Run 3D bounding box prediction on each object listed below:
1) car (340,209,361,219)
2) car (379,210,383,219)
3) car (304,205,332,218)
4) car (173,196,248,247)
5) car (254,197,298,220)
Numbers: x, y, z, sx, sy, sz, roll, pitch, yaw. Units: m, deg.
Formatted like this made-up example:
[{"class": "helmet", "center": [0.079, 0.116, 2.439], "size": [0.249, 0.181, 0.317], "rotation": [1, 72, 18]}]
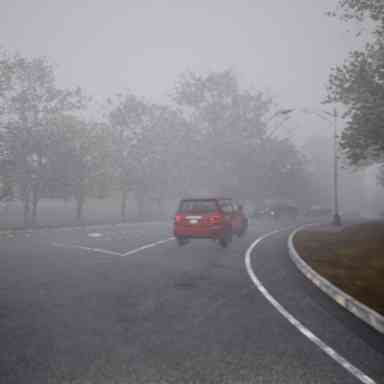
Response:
[{"class": "car", "center": [23.190, 3.182, 48.583], "size": [1.837, 1.490, 4.892], "rotation": [-1, -5, 42]}, {"class": "car", "center": [30.246, 3.599, 51.247], "size": [2.128, 1.511, 4.902], "rotation": [-1, -5, 41]}, {"class": "car", "center": [14.851, 2.270, 39.165], "size": [1.882, 1.535, 5.008], "rotation": [-1, -4, 41]}, {"class": "car", "center": [1.014, 1.223, 15.346], "size": [2.150, 2.045, 5.566], "rotation": [-2, 0, 21]}, {"class": "car", "center": [8.037, 1.507, 31.439], "size": [2.150, 2.045, 5.566], "rotation": [-1, -3, 42]}]
